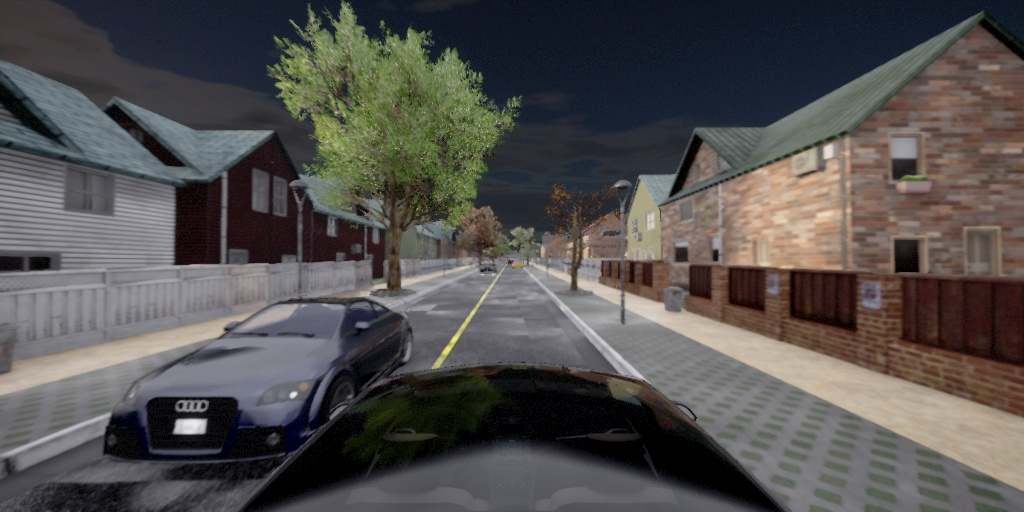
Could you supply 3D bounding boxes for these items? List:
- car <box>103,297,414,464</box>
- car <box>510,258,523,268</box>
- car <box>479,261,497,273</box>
[{"bbox_3d":[-2.845,1.315,5.153,1.994,1.385,4.181,0,0,0],"label":"car"},{"bbox_3d":[0.956,1.248,60.157,1.801,1.575,5.366,0,0,0],"label":"car"},{"bbox_3d":[-2.837,1.339,43.264,1.994,1.385,4.181,0,0,0],"label":"car"}]
